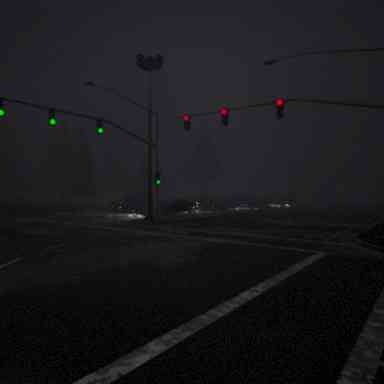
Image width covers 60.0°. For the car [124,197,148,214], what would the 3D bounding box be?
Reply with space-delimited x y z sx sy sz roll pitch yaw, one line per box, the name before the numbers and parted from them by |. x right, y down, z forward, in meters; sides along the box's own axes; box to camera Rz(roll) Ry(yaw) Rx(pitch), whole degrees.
car | -4.361 1.517 35.592 2.033 1.411 5.357 0 0 36

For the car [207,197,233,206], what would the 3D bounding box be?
car | 4.598 1.548 53.956 1.895 1.301 4.718 0 0 36

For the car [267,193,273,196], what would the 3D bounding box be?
car | 15.208 1.156 62.484 2.150 2.045 5.566 0 0 37

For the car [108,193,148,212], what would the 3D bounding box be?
car | -6.930 1.190 38.004 2.150 2.045 5.566 0 0 36

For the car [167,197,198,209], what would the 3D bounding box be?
car | -1.233 1.484 45.899 1.812 1.442 4.674 0 0 36

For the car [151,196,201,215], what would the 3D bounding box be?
car | -1.660 1.461 33.352 2.128 1.511 4.902 0 0 36

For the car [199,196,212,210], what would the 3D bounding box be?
car | 1.168 1.311 43.252 2.097 1.767 4.553 0 0 36

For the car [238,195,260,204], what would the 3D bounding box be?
car | 10.677 1.427 62.231 2.128 1.511 4.902 0 0 37

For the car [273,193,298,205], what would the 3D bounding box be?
car | 16.961 1.157 58.996 2.150 2.045 5.566 0 0 37

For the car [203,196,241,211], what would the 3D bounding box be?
car | 3.761 1.561 40.864 1.895 1.301 4.718 0 0 36

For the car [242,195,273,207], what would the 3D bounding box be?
car | 9.679 1.550 49.048 1.895 1.301 4.718 0 0 36

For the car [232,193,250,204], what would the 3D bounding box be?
car | 7.325 1.169 51.766 2.150 2.045 5.566 0 0 36
